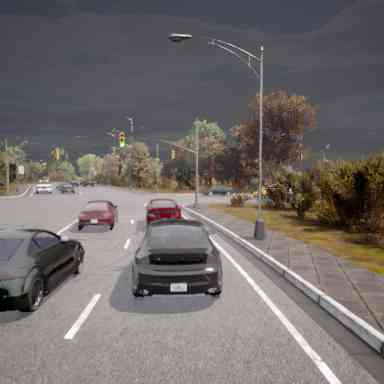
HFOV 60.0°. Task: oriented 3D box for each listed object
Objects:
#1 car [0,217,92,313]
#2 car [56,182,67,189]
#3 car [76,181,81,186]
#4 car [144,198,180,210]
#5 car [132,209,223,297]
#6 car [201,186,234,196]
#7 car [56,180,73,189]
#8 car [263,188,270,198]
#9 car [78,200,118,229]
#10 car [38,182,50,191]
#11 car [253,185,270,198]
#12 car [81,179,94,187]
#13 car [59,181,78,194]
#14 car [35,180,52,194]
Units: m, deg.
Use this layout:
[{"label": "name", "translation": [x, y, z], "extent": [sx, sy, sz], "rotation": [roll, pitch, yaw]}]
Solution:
[{"label": "car", "translation": [-3.871, 1.508, 7.496], "extent": [1.994, 1.385, 4.181], "rotation": [0, 1, -3]}, {"label": "car", "translation": [-27.843, -1.378, 70.900], "extent": [1.895, 1.301, 4.718], "rotation": [-1, 3, -25]}, {"label": "car", "translation": [-29.063, -2.002, 81.774], "extent": [1.837, 1.490, 4.892], "rotation": [-1, 3, -25]}, {"label": "car", "translation": [-1.733, 1.102, 19.237], "extent": [1.882, 1.535, 5.008], "rotation": [0, 3, -9]}, {"label": "car", "translation": [-0.408, 1.427, 8.419], "extent": [1.837, 1.490, 4.892], "rotation": [0, 1, -4]}, {"label": "car", "translation": [3.710, -0.175, 48.584], "extent": [4.892, 1.490, 1.837], "rotation": [0, 3, -22]}, {"label": "car", "translation": [-23.576, -1.009, 61.629], "extent": [1.837, 1.490, 4.892], "rotation": [-1, 3, -24]}, {"label": "car", "translation": [11.442, 0.401, 40.159], "extent": [4.674, 1.442, 1.812], "rotation": [1, 2, -22]}, {"label": "car", "translation": [-5.188, 1.179, 18.642], "extent": [1.812, 1.442, 4.674], "rotation": [0, 2, -9]}, {"label": "car", "translation": [-27.490, -1.045, 61.799], "extent": [1.882, 1.535, 5.008], "rotation": [-1, 3, -24]}, {"label": "car", "translation": [10.470, 0.191, 43.532], "extent": [5.008, 1.535, 1.882], "rotation": [1, 2, -22]}, {"label": "car", "translation": [-25.904, -2.353, 83.267], "extent": [2.150, 2.045, 5.566], "rotation": [-1, 3, -25]}, {"label": "car", "translation": [-19.846, -0.553, 53.171], "extent": [1.812, 1.442, 4.674], "rotation": [-1, 3, -23]}, {"label": "car", "translation": [-23.487, -0.839, 52.766], "extent": [2.150, 2.045, 5.566], "rotation": [-1, 3, -24]}]
